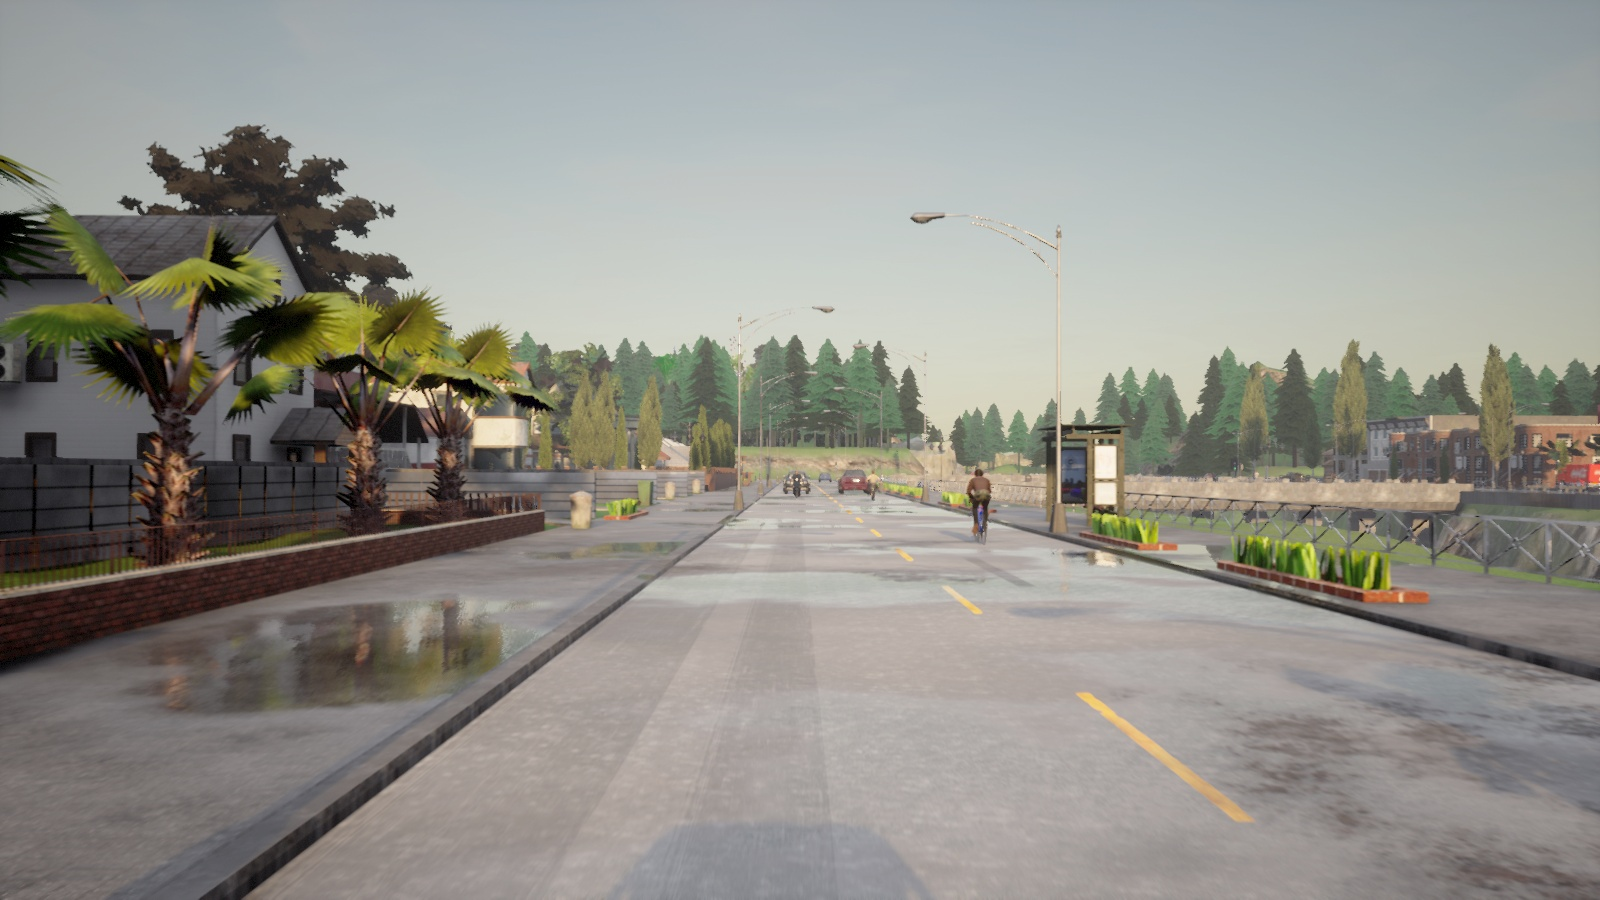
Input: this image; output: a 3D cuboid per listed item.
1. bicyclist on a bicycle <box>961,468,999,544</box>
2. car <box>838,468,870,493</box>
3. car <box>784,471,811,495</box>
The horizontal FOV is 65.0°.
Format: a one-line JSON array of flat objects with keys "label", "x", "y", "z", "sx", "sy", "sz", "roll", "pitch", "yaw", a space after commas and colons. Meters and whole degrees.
[{"label": "bicyclist on a bicycle", "x": 3.935, "y": 1.213, "z": 27.558, "sx": 0.582, "sy": 1.620, "sz": 1.656, "roll": 0, "pitch": -1, "yaw": 0}, {"label": "car", "x": 3.791, "y": 2.143, "z": 88.689, "sx": 2.097, "sy": 1.767, "sz": 4.553, "roll": 0, "pitch": -1, "yaw": 0}, {"label": "car", "x": -0.201, "y": 2.221, "z": 85.238, "sx": 1.789, "sy": 1.549, "sz": 3.705, "roll": 0, "pitch": -1, "yaw": 0}]
